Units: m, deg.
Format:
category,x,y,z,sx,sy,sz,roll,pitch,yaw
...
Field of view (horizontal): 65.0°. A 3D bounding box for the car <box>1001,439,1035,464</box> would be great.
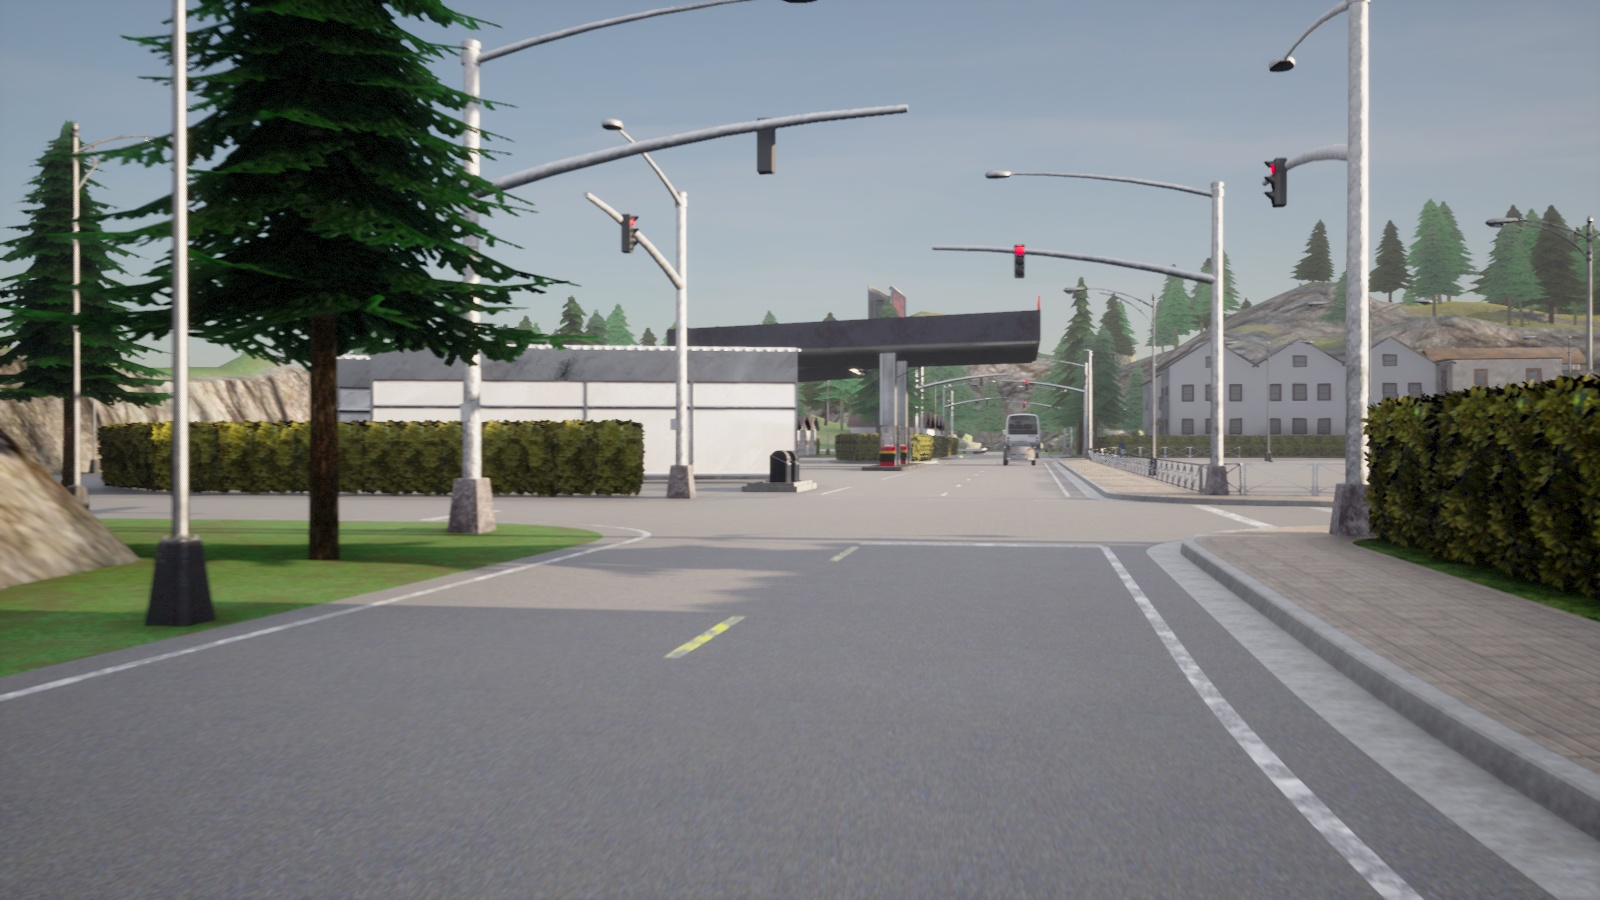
category,x,y,z,sx,sy,sz,roll,pitch,yaw
car,14.573,0.072,83.819,2.152,1.651,5.027,0,0,10
